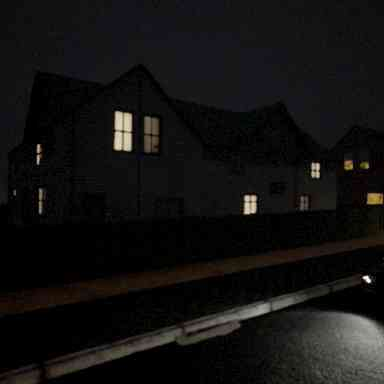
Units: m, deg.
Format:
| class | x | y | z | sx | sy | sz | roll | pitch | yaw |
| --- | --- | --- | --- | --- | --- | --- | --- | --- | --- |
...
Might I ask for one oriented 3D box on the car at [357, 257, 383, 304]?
| class | x | y | z | sx | sy | sz | roll | pitch | yaw |
| --- | --- | --- | --- | --- | --- | --- | --- | --- | --- |
| car | 5.774 | 1.547 | 7.179 | 5.357 | 1.411 | 2.033 | 0 | 0 | -35 |
